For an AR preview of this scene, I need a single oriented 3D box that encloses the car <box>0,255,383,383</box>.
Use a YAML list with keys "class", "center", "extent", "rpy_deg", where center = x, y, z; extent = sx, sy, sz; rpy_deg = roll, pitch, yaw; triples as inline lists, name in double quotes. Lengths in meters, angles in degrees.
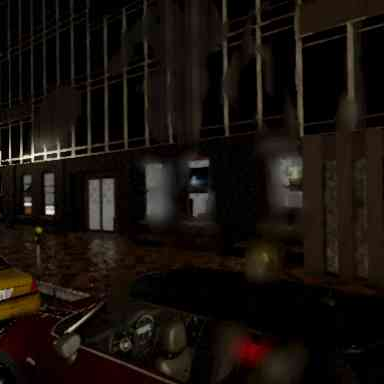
- class: "car"
  center: [-0.137, 1.440, 2.994]
  extent: [4.097, 1.590, 1.967]
  rpy_deg: [0, -1, 36]
